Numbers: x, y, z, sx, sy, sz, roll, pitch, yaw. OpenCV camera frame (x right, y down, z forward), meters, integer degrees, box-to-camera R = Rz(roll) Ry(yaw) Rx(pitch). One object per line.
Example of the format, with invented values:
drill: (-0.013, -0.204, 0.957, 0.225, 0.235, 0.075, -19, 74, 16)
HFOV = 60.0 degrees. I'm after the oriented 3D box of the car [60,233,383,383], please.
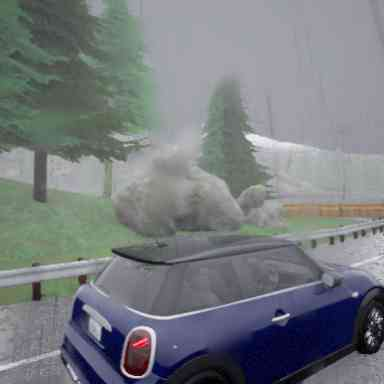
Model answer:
car: (0.751, 1.355, 4.528, 4.553, 1.767, 2.097, 0, 0, -37)
